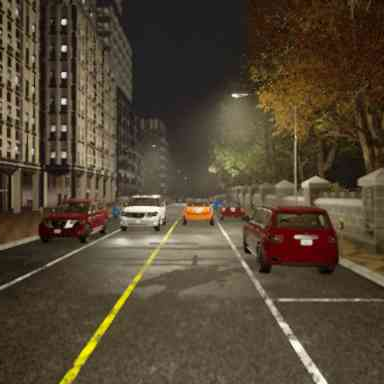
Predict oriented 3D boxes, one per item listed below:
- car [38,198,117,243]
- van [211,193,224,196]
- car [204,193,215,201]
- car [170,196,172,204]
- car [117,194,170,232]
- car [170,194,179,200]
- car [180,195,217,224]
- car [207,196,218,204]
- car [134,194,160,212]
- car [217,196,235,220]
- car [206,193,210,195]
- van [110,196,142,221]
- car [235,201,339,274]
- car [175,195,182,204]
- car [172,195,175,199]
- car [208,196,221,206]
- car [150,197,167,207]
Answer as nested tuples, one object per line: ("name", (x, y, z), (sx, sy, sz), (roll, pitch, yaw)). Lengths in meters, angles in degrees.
("car", (-5.462, 1.286, 16.129), (2.192, 1.841, 5.009), (1, 0, 1))
("van", (3.306, 1.265, 37.835), (1.690, 1.788, 3.998), (1, 0, 1))
("car", (3.989, 1.115, 76.180), (2.192, 1.841, 5.009), (1, 0, 1))
("car", (-4.781, 1.313, 54.445), (1.967, 1.590, 4.097), (1, 0, 1))
("car", (-2.808, 1.184, 20.263), (2.150, 2.045, 5.566), (0, 0, 1))
("car", (-4.295, 1.327, 81.811), (2.008, 1.369, 4.403), (1, 0, 1))
("car", (0.464, 1.306, 24.179), (2.097, 1.767, 4.553), (0, 0, 1))
("car", (3.694, 1.441, 59.747), (1.802, 1.307, 4.206), (1, 0, 1))
("car", (-5.072, 1.235, 38.023), (2.192, 1.841, 5.009), (1, 0, 1))
("car", (3.110, 1.390, 26.880), (1.967, 1.590, 4.097), (1, 0, 1))
("car", (0.765, 1.266, 41.128), (2.097, 1.767, 4.553), (0, 0, 1))
("van", (-5.267, 1.288, 27.077), (1.690, 1.788, 3.998), (1, 0, 1))
("car", (2.819, 1.299, 10.447), (2.192, 1.841, 5.009), (1, 0, 1))
("car", (-2.021, 1.345, 60.976), (2.128, 1.511, 4.902), (0, 0, 2))
("car", (-4.683, 1.296, 59.918), (1.967, 1.590, 4.097), (1, 0, 1))
("car", (3.597, 1.443, 54.270), (1.947, 1.339, 4.313), (1, 0, 1))
("car", (-4.879, 1.441, 48.971), (2.008, 1.369, 4.403), (1, 0, 1))
